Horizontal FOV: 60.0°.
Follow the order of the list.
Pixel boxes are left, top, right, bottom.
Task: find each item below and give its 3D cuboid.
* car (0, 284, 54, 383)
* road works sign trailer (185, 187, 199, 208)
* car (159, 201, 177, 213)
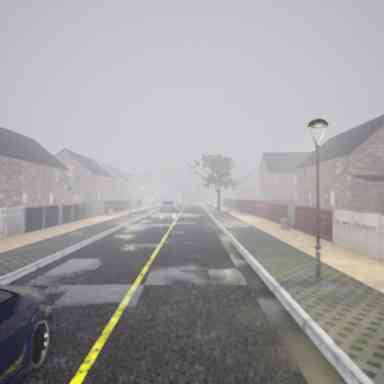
[{"bbox_3d":[-2.850,1.574,2.835,1.994,1.385,4.181,0,0,-1],"label":"car"},{"bbox_3d":[-0.030,0.907,57.663,2.380,3.560,2.880,0,-1,0],"label":"road works sign trailer"},{"bbox_3d":[-2.861,1.793,40.587,1.812,1.442,4.674,0,0,0],"label":"car"}]
